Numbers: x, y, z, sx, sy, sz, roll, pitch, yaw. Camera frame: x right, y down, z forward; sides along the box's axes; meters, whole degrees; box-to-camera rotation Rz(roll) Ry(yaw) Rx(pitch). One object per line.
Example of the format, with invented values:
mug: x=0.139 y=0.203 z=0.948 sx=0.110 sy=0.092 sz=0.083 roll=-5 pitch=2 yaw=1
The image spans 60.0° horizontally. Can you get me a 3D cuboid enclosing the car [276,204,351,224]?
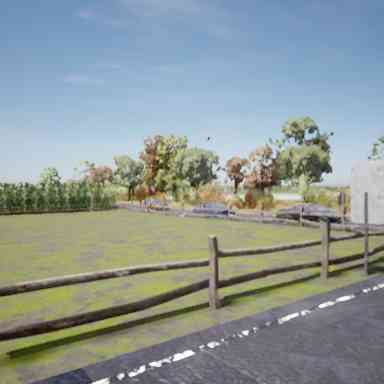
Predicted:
car: x=8.881 y=1.642 z=24.874 sx=2.033 sy=1.411 sz=5.357 roll=-1 pitch=0 yaw=-35

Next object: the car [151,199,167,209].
car: x=-5.482 y=2.007 z=55.171 sx=1.812 sy=1.442 sz=4.674 roll=-1 pitch=0 yaw=-17

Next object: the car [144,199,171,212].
car: x=-4.561 y=1.771 z=45.551 sx=2.097 sy=1.767 sz=4.553 roll=-1 pitch=0 yaw=-27

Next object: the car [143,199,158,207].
car: x=-8.151 y=2.065 z=64.446 sx=2.128 sy=1.511 sz=4.902 roll=-1 pitch=0 yaw=-16

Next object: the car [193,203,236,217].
car: x=2.194 y=1.803 z=34.479 sx=2.033 sy=1.411 sz=5.357 roll=-1 pitch=0 yaw=-35
